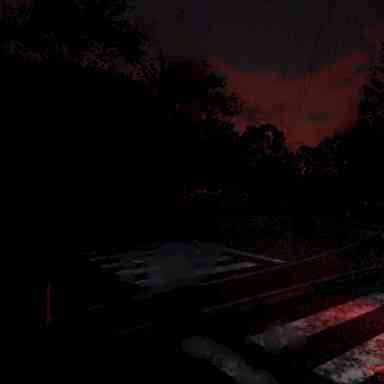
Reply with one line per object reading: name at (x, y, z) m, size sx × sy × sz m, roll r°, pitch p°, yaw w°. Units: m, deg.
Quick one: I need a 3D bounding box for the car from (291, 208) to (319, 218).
car at (17.088, 3.253, 50.300) m, size 4.892 × 1.490 × 1.837 m, roll 5°, pitch -4°, yaw -29°

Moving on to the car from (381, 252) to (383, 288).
car at (6.135, 1.472, 7.206) m, size 5.008 × 1.535 × 1.882 m, roll 0°, pitch 0°, yaw -33°
